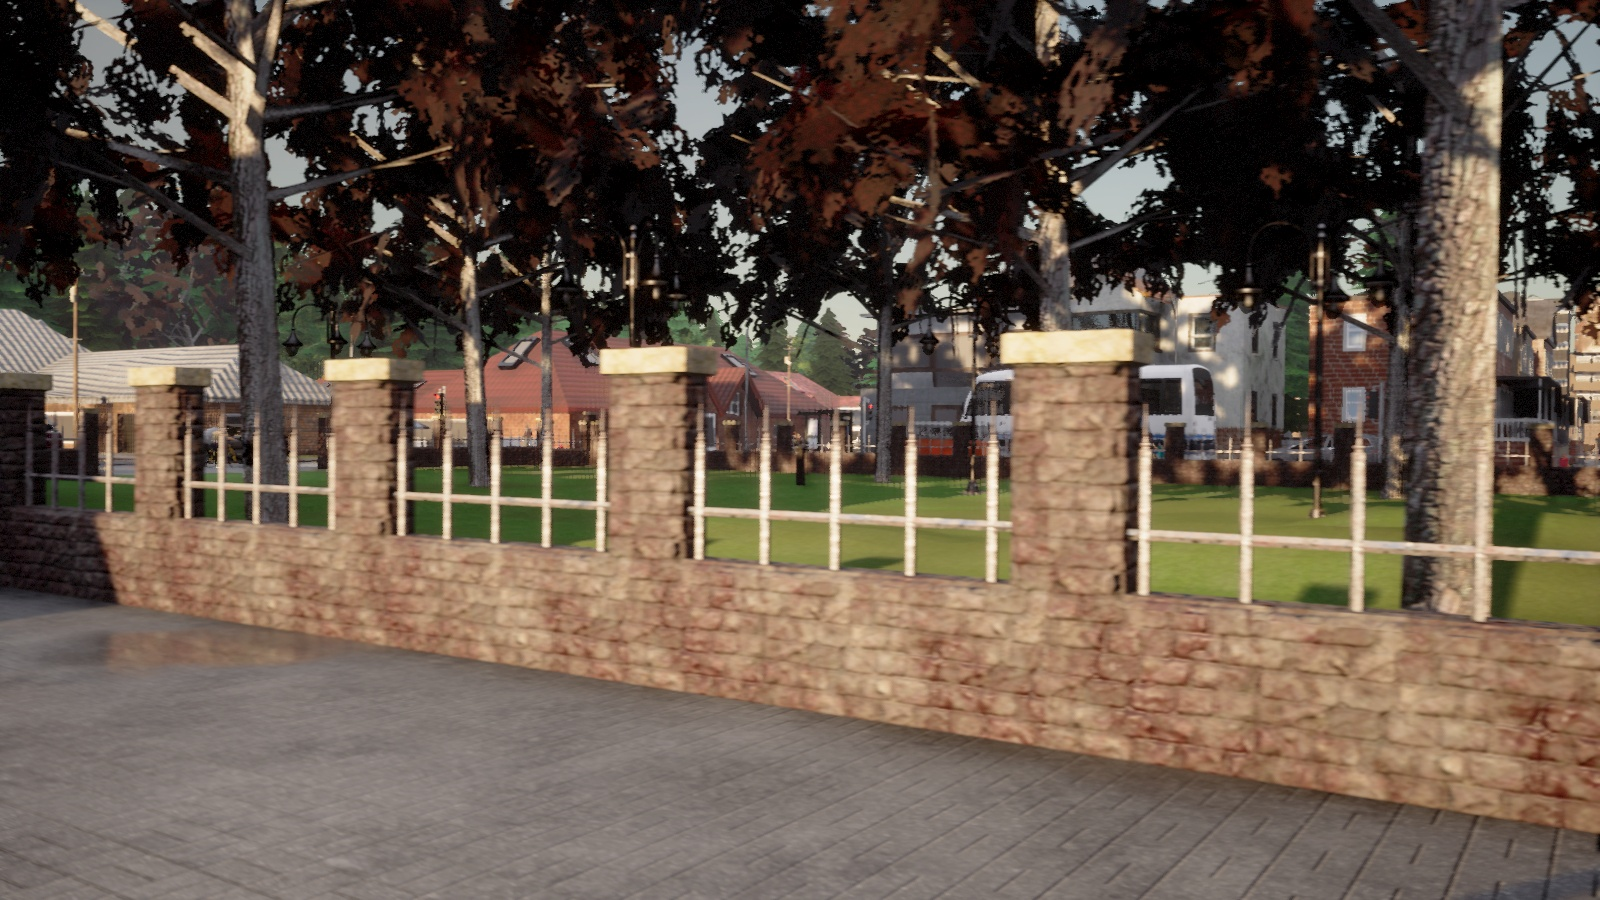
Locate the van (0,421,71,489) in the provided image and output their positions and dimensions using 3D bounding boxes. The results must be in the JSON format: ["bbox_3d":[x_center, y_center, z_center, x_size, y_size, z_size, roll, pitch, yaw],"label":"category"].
[{"bbox_3d":[-25.071,0.148,38.279,2.069,2.038,4.480,0,-1,33],"label":"van"}]

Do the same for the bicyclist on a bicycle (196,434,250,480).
[{"bbox_3d":[-20.630,0.242,44.936,0.866,1.612,1.509,0,1,32],"label":"bicyclist on a bicycle"}]

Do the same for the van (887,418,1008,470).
[{"bbox_3d":[5.824,-0.253,49.870,4.442,1.987,1.775,0,1,32],"label":"van"}]

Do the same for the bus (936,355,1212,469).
[{"bbox_3d":[11.050,-1.445,51.261,10.273,4.253,3.944,0,1,33],"label":"bus"}]

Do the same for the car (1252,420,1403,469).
[{"bbox_3d":[19.050,-0.217,45.413,4.611,1.667,2.242,0,1,38],"label":"car"}]

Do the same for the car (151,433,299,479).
[{"bbox_3d":[-22.424,0.194,49.164,2.033,1.649,4.856,0,1,37],"label":"car"}]

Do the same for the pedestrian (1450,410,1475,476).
[{"bbox_3d":[18.521,-0.206,35.095,0.594,1.836,0.345,0,1,34],"label":"pedestrian"}]

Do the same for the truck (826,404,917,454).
[{"bbox_3d":[5.286,-1.544,91.211,2.891,3.462,7.936,0,1,34],"label":"truck"}]
